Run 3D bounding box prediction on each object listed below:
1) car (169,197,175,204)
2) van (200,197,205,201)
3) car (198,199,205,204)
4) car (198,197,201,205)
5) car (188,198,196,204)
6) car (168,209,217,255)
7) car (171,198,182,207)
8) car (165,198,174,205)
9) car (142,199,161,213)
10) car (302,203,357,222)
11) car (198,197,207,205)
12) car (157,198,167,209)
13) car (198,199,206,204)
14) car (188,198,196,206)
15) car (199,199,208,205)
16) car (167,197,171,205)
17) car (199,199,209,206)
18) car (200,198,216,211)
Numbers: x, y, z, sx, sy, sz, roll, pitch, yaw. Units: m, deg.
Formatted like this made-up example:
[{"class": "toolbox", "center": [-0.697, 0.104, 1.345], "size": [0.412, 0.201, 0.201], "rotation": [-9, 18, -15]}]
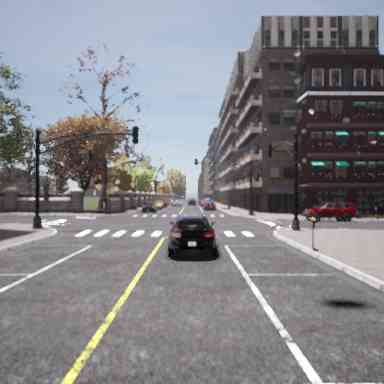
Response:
[{"class": "car", "center": [-5.695, 2.420, 95.473], "size": [1.690, 1.788, 3.998], "rotation": [0, -1, 0]}, {"class": "van", "center": [2.690, 1.946, 56.170], "size": [1.690, 1.788, 3.998], "rotation": [0, -1, 0]}, {"class": "car", "center": [2.685, 2.623, 95.576], "size": [1.887, 1.381, 4.507], "rotation": [0, -1, 0]}, {"class": "car", "center": [2.689, 2.177, 67.429], "size": [1.967, 1.590, 4.097], "rotation": [0, -1, 0]}, {"class": "car", "center": [-0.004, 2.337, 84.041], "size": [1.812, 1.442, 4.674], "rotation": [0, -1, 0]}, {"class": "car", "center": [0.026, 1.669, 13.877], "size": [1.812, 1.442, 4.674], "rotation": [0, 0, 0]}, {"class": "car", "center": [-3.010, 2.329, 66.996], "size": [1.895, 1.301, 4.718], "rotation": [0, -1, 0]}, {"class": "car", "center": [-5.693, 2.379, 84.317], "size": [1.967, 1.590, 4.097], "rotation": [0, -1, 0]}, {"class": "car", "center": [-5.690, 2.044, 44.907], "size": [1.947, 1.339, 4.313], "rotation": [0, -1, 0]}, {"class": "car", "center": [13.465, 1.941, 32.586], "size": [5.009, 1.841, 2.192], "rotation": [1, -2, -1]}, {"class": "car", "center": [2.688, 2.254, 84.319], "size": [2.192, 1.841, 5.009], "rotation": [0, -1, 0]}, {"class": "car", "center": [-5.691, 2.128, 55.998], "size": [1.752, 1.417, 4.829], "rotation": [0, -1, 0]}, {"class": "car", "center": [2.686, 2.559, 89.946], "size": [2.008, 1.369, 4.403], "rotation": [0, -1, 0]}, {"class": "car", "center": [-0.004, 2.313, 74.004], "size": [1.837, 1.490, 4.892], "rotation": [0, -1, 0]}, {"class": "car", "center": [2.687, 2.416, 78.686], "size": [1.887, 1.381, 4.507], "rotation": [0, -1, 0]}, {"class": "car", "center": [-5.691, 1.985, 61.800], "size": [2.192, 1.841, 5.009], "rotation": [0, -1, 0]}, {"class": "car", "center": [2.687, 2.354, 73.057], "size": [2.008, 1.369, 4.403], "rotation": [0, -1, 0]}, {"class": "car", "center": [2.690, 2.086, 50.537], "size": [1.887, 1.381, 4.507], "rotation": [0, -1, 0]}]
